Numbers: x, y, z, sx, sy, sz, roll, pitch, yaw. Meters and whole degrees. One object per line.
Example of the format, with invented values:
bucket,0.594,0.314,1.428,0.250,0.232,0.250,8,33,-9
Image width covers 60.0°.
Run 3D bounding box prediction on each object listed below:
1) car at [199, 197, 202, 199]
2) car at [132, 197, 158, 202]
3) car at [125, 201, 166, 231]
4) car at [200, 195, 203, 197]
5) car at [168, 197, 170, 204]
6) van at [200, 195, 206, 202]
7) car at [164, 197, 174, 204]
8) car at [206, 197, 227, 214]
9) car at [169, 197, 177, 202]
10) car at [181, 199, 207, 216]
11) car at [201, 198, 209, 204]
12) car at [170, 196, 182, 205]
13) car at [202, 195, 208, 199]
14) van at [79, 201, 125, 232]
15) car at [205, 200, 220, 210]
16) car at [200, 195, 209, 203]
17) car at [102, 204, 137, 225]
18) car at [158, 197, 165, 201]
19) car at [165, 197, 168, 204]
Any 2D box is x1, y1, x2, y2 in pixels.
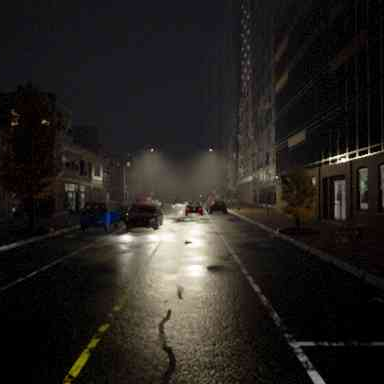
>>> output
car,0.234,1.743,45.514,1.837,1.490,4.892,0,0,1
car,-5.529,1.511,37.494,2.192,1.841,5.009,1,0,0
car,-3.016,1.591,21.697,1.882,1.535,5.008,0,-1,0
car,2.979,1.942,71.267,1.947,1.339,4.313,1,0,0
car,-5.399,1.817,71.356,1.967,1.590,4.097,1,0,0
van,3.040,1.840,93.845,1.690,1.788,3.998,1,0,0
car,-5.379,1.973,76.999,1.947,1.339,4.313,1,0,0
car,2.849,1.636,37.405,1.967,1.590,4.097,1,0,0
car,-5.313,2.065,93.931,1.947,1.339,4.313,1,0,0
car,0.225,1.730,34.985,2.033,1.411,5.357,0,0,0
car,3.004,1.989,76.911,1.802,1.307,4.206,1,0,0
car,-2.756,1.851,65.105,1.837,1.490,4.892,0,-1,0
car,2.872,1.540,43.049,2.192,1.841,5.009,1,0,0
van,-5.595,1.449,20.562,1.690,1.788,3.998,1,0,0
car,2.891,1.821,48.691,1.947,1.339,4.313,1,0,0
car,3.035,1.753,82.556,2.192,1.841,5.009,1,0,0
car,-5.577,1.719,26.205,1.802,1.307,4.206,1,0,0
car,-5.489,1.806,48.780,2.008,1.369,4.403,1,0,0
car,-5.467,1.830,54.424,1.887,1.381,4.507,1,0,0
